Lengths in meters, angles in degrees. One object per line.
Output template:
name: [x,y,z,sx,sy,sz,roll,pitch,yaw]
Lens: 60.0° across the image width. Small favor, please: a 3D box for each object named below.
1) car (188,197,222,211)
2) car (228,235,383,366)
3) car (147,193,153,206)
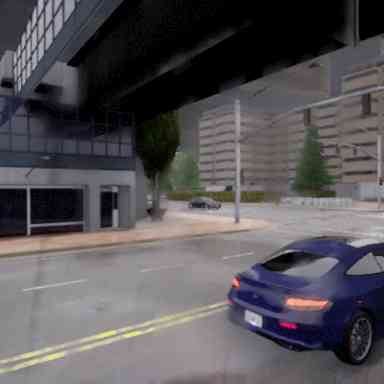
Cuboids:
car: [1.417,1.329,38.776,1.837,1.490,4.892,-1,0,-36]
car: [2.694,1.485,5.710,4.674,1.442,1.812,-1,0,-35]
car: [-6.458,1.071,43.732,2.150,2.045,5.566,-1,0,-36]
